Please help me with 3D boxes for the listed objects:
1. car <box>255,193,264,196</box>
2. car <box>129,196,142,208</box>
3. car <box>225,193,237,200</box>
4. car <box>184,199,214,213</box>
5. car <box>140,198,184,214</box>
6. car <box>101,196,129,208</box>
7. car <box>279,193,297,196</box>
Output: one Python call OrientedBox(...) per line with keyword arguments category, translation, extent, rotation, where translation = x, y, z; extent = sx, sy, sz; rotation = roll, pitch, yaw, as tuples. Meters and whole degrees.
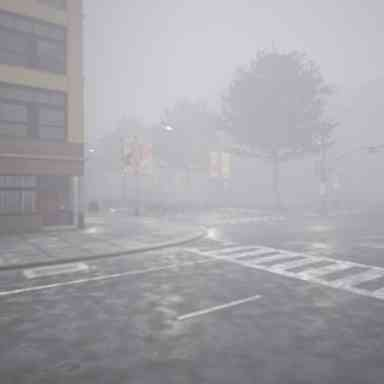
OrientedBox(category="car", translation=(17.988, 0.998, 83.502), extent=(1.895, 1.301, 4.718), rotation=(-1, 0, -36))
OrientedBox(category="car", translation=(-7.803, 1.341, 46.643), extent=(2.128, 1.511, 4.902), rotation=(-1, 0, -35))
OrientedBox(category="car", translation=(8.340, 1.034, 77.048), extent=(2.161, 1.482, 4.786), rotation=(-1, 0, -36))
OrientedBox(category="car", translation=(0.266, 1.449, 35.361), extent=(1.895, 1.301, 4.718), rotation=(-1, 0, -36))
OrientedBox(category="car", translation=(-3.193, 1.475, 34.178), extent=(1.895, 1.301, 4.718), rotation=(-1, 0, -36))
OrientedBox(category="car", translation=(-10.602, 1.380, 44.540), extent=(1.837, 1.490, 4.892), rotation=(-1, 0, -35))
OrientedBox(category="car", translation=(18.819, 0.909, 69.569), extent=(2.002, 1.452, 4.674), rotation=(-1, 0, -36))
